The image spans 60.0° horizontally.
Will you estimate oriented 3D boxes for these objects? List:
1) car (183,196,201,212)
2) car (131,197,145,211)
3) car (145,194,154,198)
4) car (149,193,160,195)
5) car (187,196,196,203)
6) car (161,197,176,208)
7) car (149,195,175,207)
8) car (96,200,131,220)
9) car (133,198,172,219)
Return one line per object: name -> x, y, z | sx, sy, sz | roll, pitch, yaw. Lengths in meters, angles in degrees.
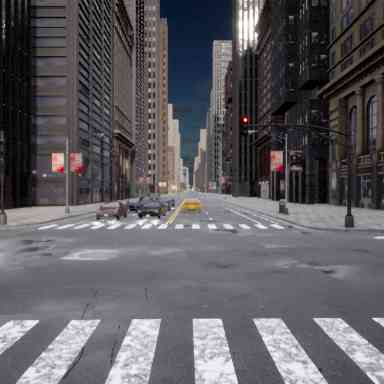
car -> 0.005, 1.453, 38.203 | 1.882, 1.535, 5.008 | 0, 0, 0
car -> -6.673, 1.577, 37.092 | 1.895, 1.301, 4.718 | 0, 0, 0
car -> -6.693, 1.470, 47.332 | 1.837, 1.490, 4.892 | 0, 0, 0
car -> -6.677, 1.170, 57.782 | 2.150, 2.045, 5.566 | 0, 0, 1
car -> -0.050, 1.521, 70.043 | 1.895, 1.301, 4.718 | 0, 0, 0
car -> -3.452, 1.510, 49.712 | 2.033, 1.411, 5.357 | 0, 0, 0
car -> -3.424, 1.466, 39.160 | 2.128, 1.511, 4.902 | 0, 0, 0
car -> -6.653, 1.510, 27.984 | 1.812, 1.442, 4.674 | 0, 0, 0
car -> -3.381, 1.531, 29.420 | 2.033, 1.411, 5.357 | 0, 0, 4
